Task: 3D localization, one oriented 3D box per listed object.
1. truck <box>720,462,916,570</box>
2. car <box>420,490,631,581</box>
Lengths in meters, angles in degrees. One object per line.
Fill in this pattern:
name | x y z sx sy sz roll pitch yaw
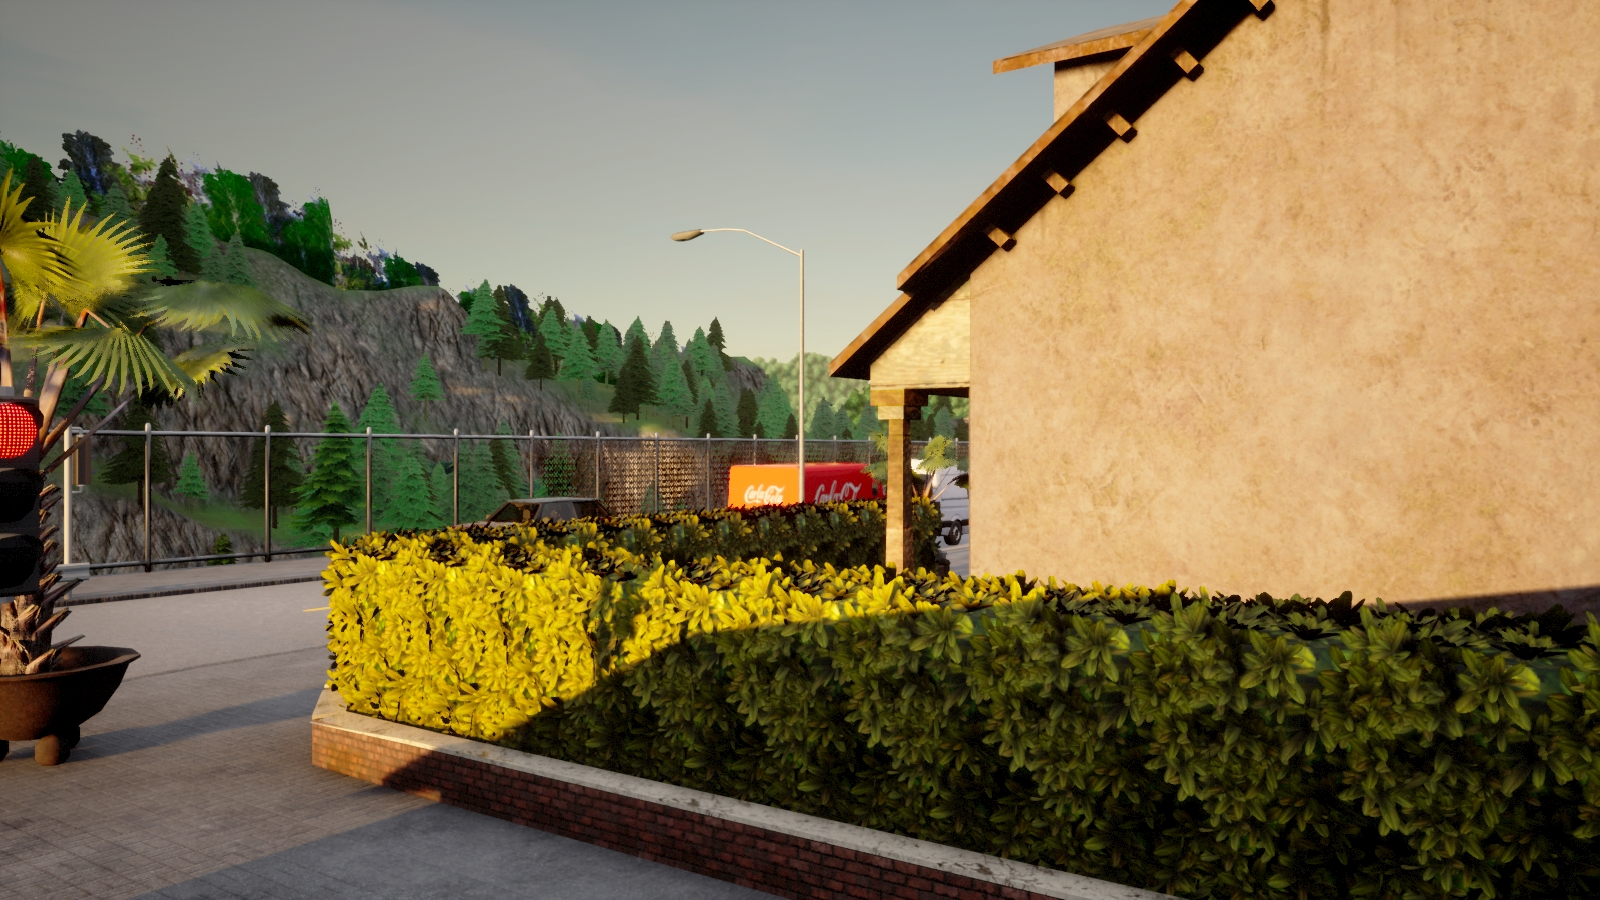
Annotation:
truck | 0.584 1.568 29.600 2.627 2.467 5.204 0 0 35
car | -6.312 1.906 26.765 2.097 1.767 4.553 0 0 35
